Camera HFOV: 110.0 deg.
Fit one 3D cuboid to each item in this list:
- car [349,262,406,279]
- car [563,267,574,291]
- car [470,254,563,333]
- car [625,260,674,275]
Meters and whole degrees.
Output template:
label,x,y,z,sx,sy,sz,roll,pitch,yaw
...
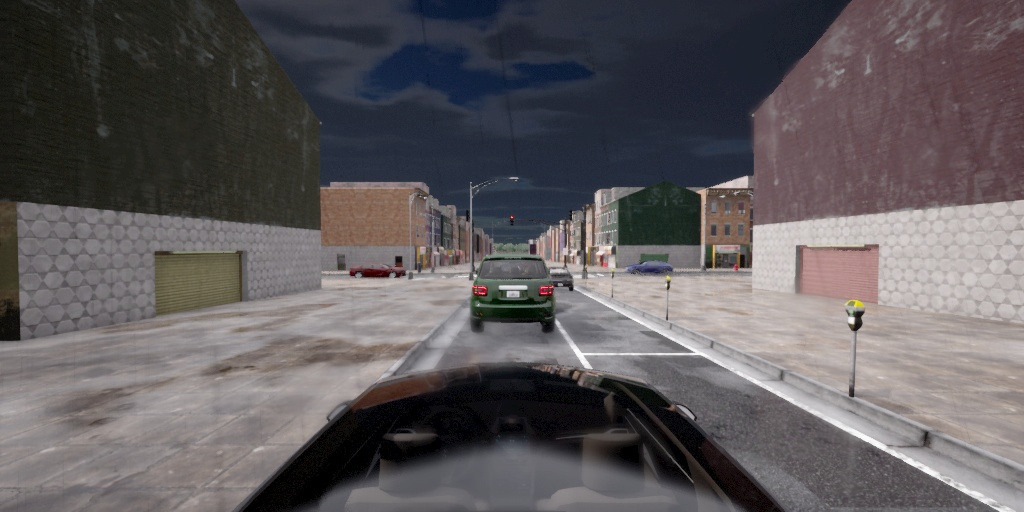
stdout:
label,x,y,z,sx,sy,sz,roll,pitch,yaw
car,-12.393,1.337,33.248,5.008,1.535,1.882,0,1,-1
car,2.594,1.296,21.320,2.007,1.370,4.403,0,0,0
car,0.029,0.968,10.905,2.150,2.045,5.566,0,0,0
car,13.820,1.158,36.239,4.674,1.442,1.812,0,1,0
